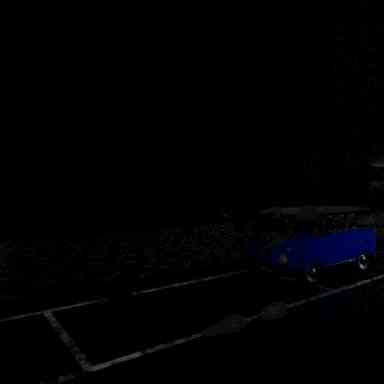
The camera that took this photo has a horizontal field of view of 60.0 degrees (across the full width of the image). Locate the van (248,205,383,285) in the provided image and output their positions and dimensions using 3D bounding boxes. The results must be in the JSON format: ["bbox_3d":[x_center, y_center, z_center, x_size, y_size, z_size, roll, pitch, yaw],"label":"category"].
[{"bbox_3d":[3.330,1.280,9.018,3.998,1.788,1.690,-1,0,-35],"label":"van"}]
